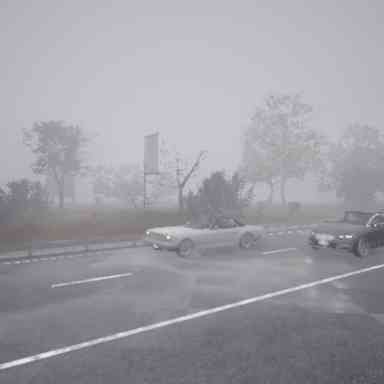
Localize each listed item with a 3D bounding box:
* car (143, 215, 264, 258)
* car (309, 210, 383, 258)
[{"bbox_3d":[0.533,1.601,12.971,4.718,1.301,1.895,0,0,-35],"label":"car"},{"bbox_3d":[6.548,1.493,12.961,4.902,1.511,2.128,0,0,-35],"label":"car"}]
